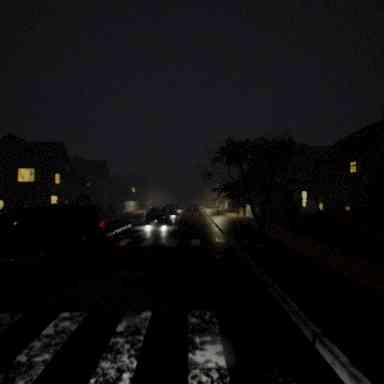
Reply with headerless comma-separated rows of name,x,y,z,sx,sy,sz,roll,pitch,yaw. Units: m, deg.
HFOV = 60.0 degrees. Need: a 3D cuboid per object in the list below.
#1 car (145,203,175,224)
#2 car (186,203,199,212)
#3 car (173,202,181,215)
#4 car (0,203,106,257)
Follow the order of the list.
car,-2.863,1.939,28.904,2.033,1.411,5.357,0,-1,0
car,0.074,2.354,51.732,1.895,1.301,4.718,0,-1,0
car,-2.868,2.142,42.153,2.033,1.411,5.357,0,-1,0
car,-6.167,1.510,12.956,5.566,2.045,2.150,0,1,-40
